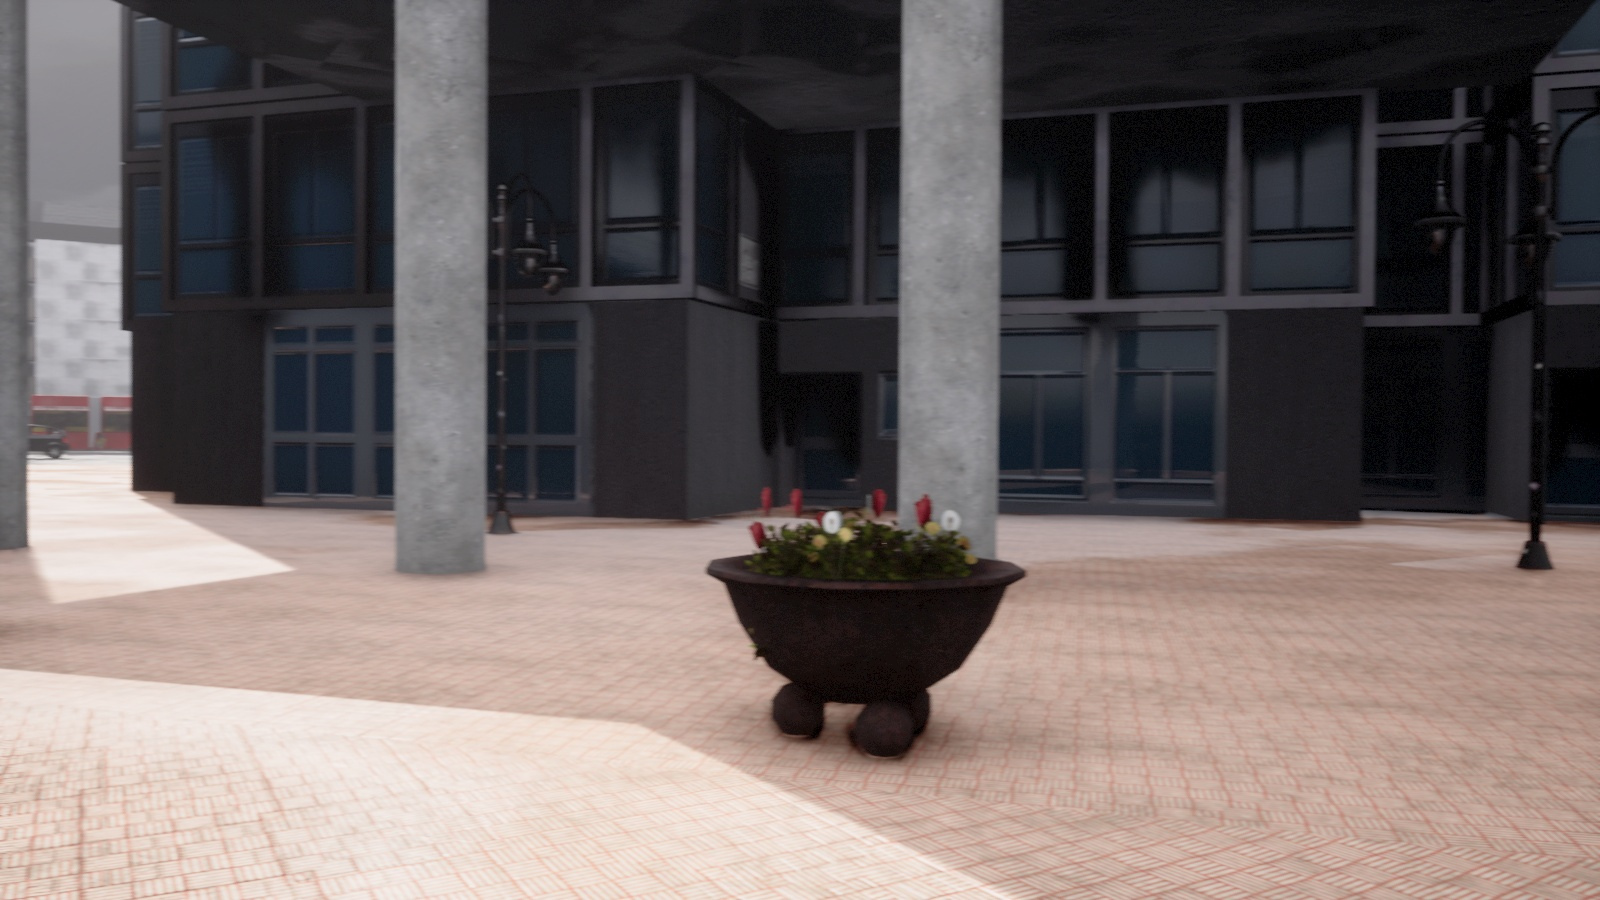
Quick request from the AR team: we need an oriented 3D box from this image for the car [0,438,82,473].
[{"bbox_3d":[-34.441,0.239,56.423,3.705,1.549,1.789,0,1,-32],"label":"car"}]
